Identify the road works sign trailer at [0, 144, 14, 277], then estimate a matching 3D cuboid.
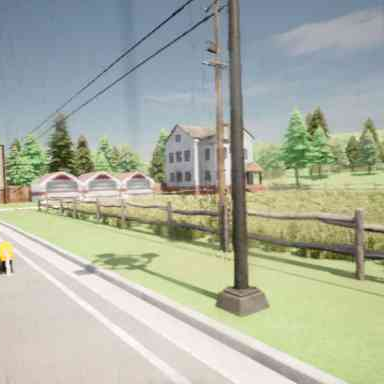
[{"bbox_3d":[-6.379,0.408,8.993,2.380,3.560,2.880,-3,2,-37],"label":"road works sign trailer"}]
